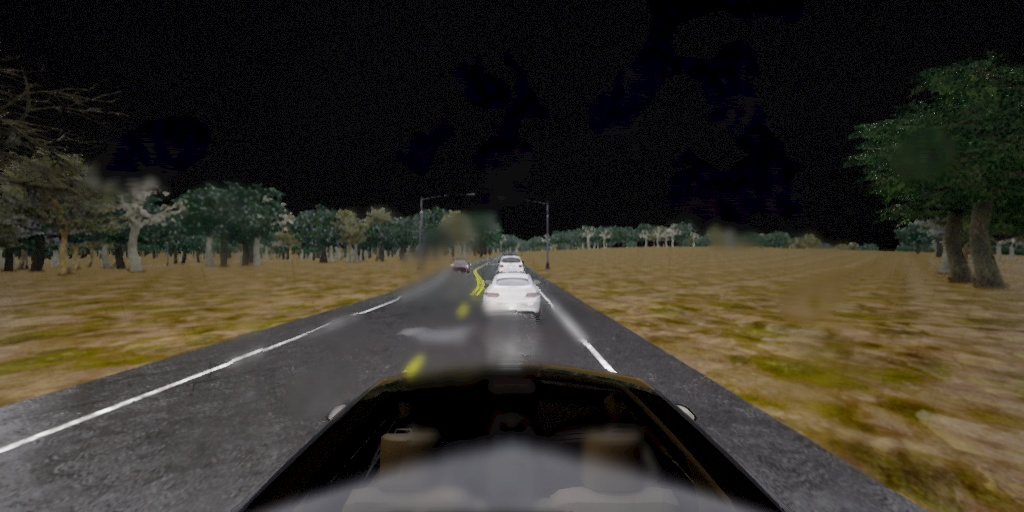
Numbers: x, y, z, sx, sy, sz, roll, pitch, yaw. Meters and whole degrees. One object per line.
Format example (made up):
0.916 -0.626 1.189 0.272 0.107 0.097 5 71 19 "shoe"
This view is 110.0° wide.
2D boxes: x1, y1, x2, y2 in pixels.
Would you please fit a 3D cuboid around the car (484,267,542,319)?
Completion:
0.016 1.300 12.775 1.812 1.442 4.674 0 0 0 "car"

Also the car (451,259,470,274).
-6.074 1.177 42.614 2.097 1.767 4.553 0 0 -7 "car"

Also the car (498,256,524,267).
-0.080 1.041 33.299 2.150 2.045 5.566 0 0 0 "car"
